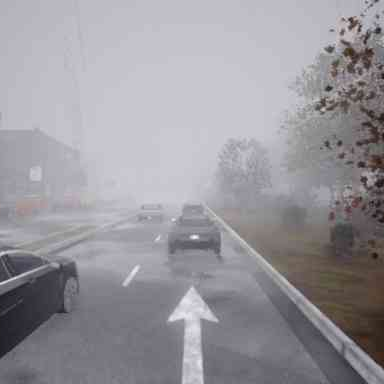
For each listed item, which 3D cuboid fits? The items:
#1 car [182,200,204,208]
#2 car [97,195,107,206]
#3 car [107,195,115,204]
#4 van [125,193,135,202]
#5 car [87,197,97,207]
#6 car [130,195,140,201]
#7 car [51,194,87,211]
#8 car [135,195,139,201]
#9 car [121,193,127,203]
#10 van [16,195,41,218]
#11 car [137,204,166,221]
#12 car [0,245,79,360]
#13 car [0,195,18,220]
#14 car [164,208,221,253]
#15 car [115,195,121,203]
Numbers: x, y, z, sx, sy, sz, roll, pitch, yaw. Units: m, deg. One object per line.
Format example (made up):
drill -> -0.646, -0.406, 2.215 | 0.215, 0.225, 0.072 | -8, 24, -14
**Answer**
car -> 0.088, 1.491, 30.855 | 1.882, 1.535, 5.008 | 0, 0, 0
car -> -15.503, 1.478, 52.328 | 2.231, 1.521, 4.892 | 0, 0, 0
car -> -15.518, 1.354, 57.878 | 2.185, 1.767, 4.553 | 0, 0, 0
van -> -15.580, 1.268, 79.956 | 1.878, 1.987, 4.442 | 0, 0, 0
car -> -15.488, 1.473, 46.802 | 2.097, 1.535, 5.008 | 0, 0, 0
car -> -15.629, 1.542, 91.064 | 2.002, 1.452, 4.674 | -2, 0, 0
car -> -15.472, 1.218, 41.369 | 2.435, 2.045, 5.566 | 0, 0, 0
car -> -15.597, 1.527, 85.568 | 2.163, 1.488, 4.792 | 0, 0, 0
car -> -15.550, 1.527, 69.025 | 2.002, 1.452, 4.674 | 0, 0, 0
van -> -15.441, 1.236, 30.105 | 1.878, 1.987, 4.442 | 0, 0, 0
car -> -3.161, 1.612, 26.841 | 1.895, 1.301, 4.718 | 0, 0, 0
car -> -3.158, 1.494, 4.708 | 2.128, 1.511, 4.902 | 0, 0, 0
car -> -15.426, 1.333, 24.727 | 2.185, 1.767, 4.553 | 0, 0, 0
car -> 0.094, 1.570, 13.813 | 1.994, 1.385, 4.181 | 0, 0, 0
car -> -15.533, 1.358, 63.404 | 2.185, 1.767, 4.553 | 0, 0, 0
